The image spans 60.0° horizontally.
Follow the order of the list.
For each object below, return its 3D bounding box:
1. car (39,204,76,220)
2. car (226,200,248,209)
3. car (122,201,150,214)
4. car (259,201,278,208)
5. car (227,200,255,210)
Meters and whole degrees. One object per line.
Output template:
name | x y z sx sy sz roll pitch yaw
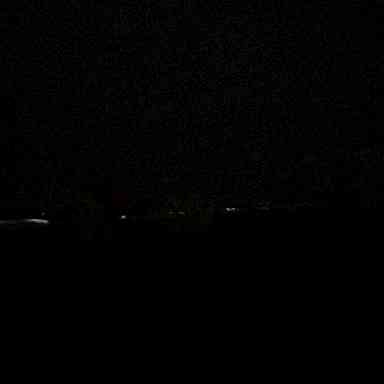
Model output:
car | -12.207 1.827 31.473 1.994 1.385 4.181 -1 -1 36
car | 8.134 2.206 59.532 1.837 1.490 4.892 -1 -1 36
car | -6.999 1.865 38.696 1.837 1.490 4.892 -1 -1 36
car | 14.402 2.247 62.244 1.895 1.301 4.718 -1 -1 36
car | 8.325 2.078 53.736 2.033 1.411 5.357 -1 -1 36
